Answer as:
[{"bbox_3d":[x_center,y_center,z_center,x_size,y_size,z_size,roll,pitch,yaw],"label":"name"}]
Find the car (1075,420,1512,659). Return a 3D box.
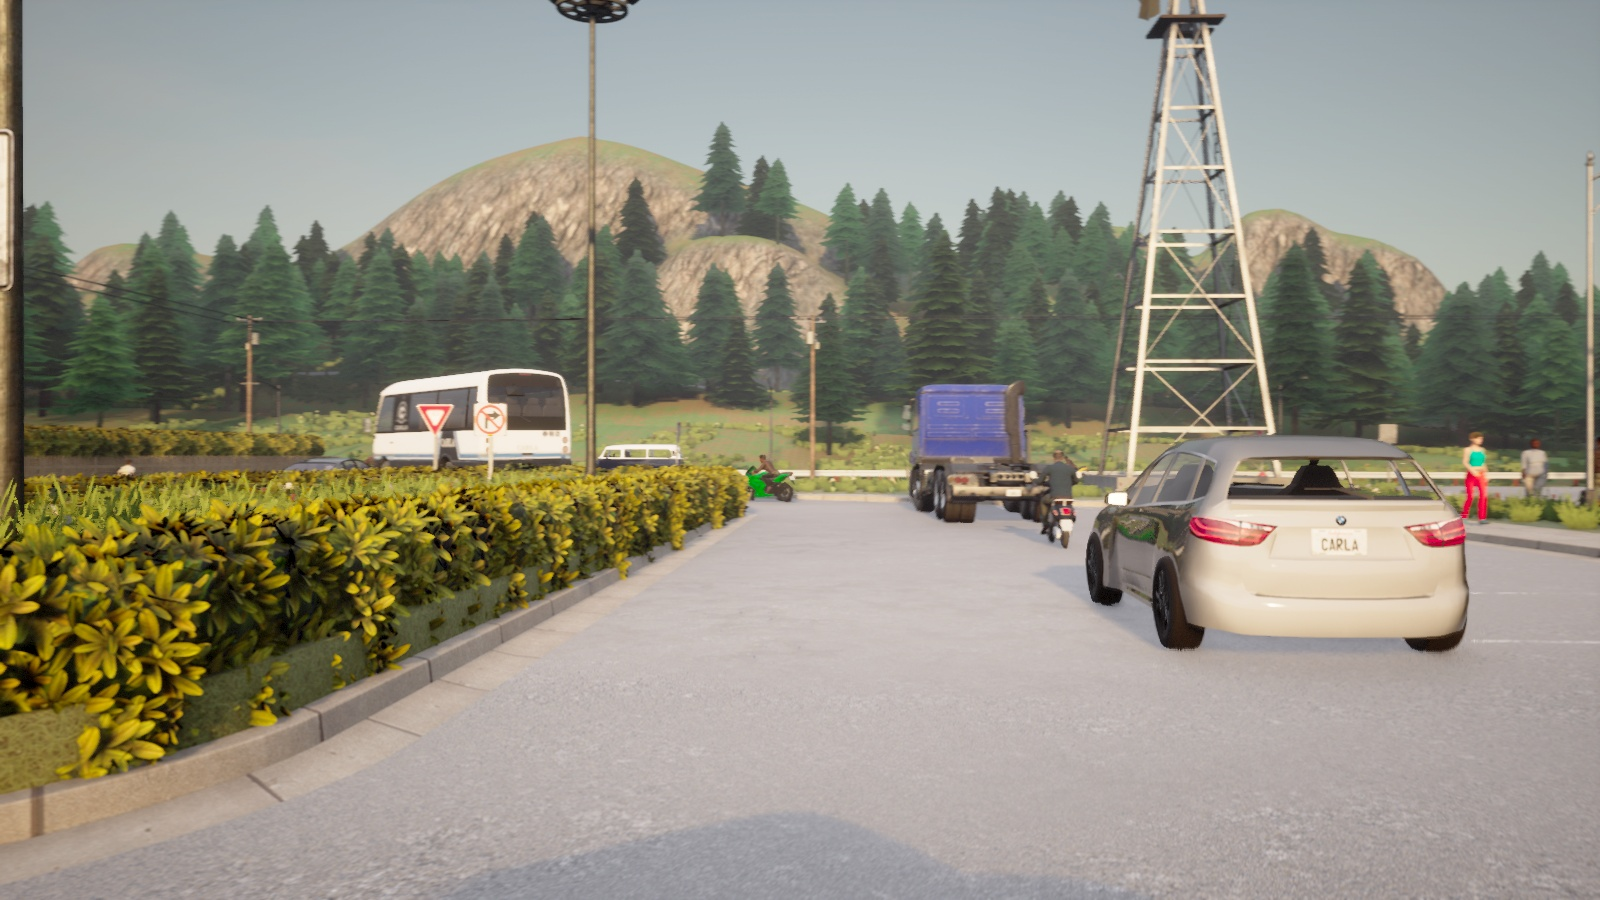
[{"bbox_3d":[3.953,0.632,11.105,2.242,1.667,4.611,0,0,3],"label":"car"}]

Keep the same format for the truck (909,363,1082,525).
[{"bbox_3d":[4.552,-0.108,30.954,2.891,3.462,7.936,0,0,-1],"label":"truck"}]

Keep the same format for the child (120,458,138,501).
[{"bbox_3d":[-19.775,0.876,37.009,0.270,1.263,0.437,0,0,3],"label":"child"}]

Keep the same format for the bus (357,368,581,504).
[{"bbox_3d":[-11.995,-0.415,44.561,3.944,4.253,10.273,-1,0,-38],"label":"bus"}]

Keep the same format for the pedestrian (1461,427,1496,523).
[{"bbox_3d":[13.227,0.481,24.493,0.345,1.836,0.594,0,0,-1],"label":"pedestrian"}]

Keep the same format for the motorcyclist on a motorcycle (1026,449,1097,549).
[{"bbox_3d":[4.326,0.784,20.908,0.866,1.590,1.817,0,0,2],"label":"motorcyclist on a motorcycle"}]

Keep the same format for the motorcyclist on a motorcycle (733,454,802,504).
[{"bbox_3d":[-1.035,0.904,39.667,2.044,1.523,0.797,0,0,29],"label":"motorcyclist on a motorcycle"}]

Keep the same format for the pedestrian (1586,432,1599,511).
[{"bbox_3d":[18.889,0.500,29.505,0.431,1.840,0.703,0,0,5],"label":"pedestrian"}]

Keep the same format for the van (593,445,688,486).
[{"bbox_3d":[-8.045,0.765,63.684,4.480,2.038,2.069,0,0,3],"label":"van"}]

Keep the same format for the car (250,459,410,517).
[{"bbox_3d":[-12.416,0.961,33.624,2.033,1.411,5.357,0,0,3],"label":"car"}]

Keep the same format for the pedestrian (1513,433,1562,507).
[{"bbox_3d":[18.742,0.511,31.919,0.874,1.855,0.900,0,0,16],"label":"pedestrian"}]
